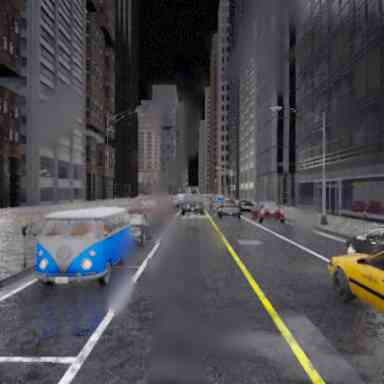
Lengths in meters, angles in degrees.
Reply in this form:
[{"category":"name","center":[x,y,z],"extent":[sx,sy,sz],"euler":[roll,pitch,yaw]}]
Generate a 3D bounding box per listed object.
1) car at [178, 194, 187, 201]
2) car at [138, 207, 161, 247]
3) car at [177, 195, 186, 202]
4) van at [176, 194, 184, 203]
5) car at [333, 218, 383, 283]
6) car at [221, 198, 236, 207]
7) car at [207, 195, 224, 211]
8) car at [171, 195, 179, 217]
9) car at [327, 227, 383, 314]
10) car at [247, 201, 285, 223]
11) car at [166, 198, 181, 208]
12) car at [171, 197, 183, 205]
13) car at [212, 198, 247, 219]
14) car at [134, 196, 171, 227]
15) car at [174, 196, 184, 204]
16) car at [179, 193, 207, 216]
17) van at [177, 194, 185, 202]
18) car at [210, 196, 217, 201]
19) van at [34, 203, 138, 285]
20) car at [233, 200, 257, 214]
[{"category":"car","center":[-2.523,1.405,88.086],"extent":[2.192,1.841,5.009],"euler":[0,0,0]},{"category":"car","center":[-2.731,1.554,14.756],"extent":[2.008,1.369,4.403],"euler":[0,0,0]},{"category":"car","center":[-2.539,1.523,82.445],"extent":[1.967,1.590,4.097],"euler":[0,0,0]},{"category":"van","center":[-2.571,1.411,71.163],"extent":[1.690,1.788,3.998],"euler":[0,0,0]},{"category":"car","center":[5.778,1.580,9.098],"extent":[2.008,1.369,4.403],"euler":[0,0,0]},{"category":"car","center":[5.906,1.626,54.222],"extent":[1.887,1.381,4.507],"euler":[0,0,0]},{"category":"car","center":[3.134,1.549,41.615],"extent":[2.128,1.511,4.902],"euler":[0,0,1]},{"category":"car","center":[-2.684,1.338,31.678],"extent":[2.192,1.841,5.009],"euler":[0,0,0]},{"category":"car","center":[3.907,1.474,5.279],"extent":[1.801,1.575,5.366],"euler":[0,0,0]},{"category":"car","center":[5.826,1.487,26.018],"extent":[1.967,1.590,4.097],"euler":[0,0,0]},{"category":"car","center":[-2.635,1.609,48.600],"extent":[1.947,1.339,4.313],"euler":[0,0,0]},{"category":"car","center":[-2.603,1.607,59.882],"extent":[2.008,1.369,4.403],"euler":[0,0,0]},{"category":"car","center":[3.125,1.533,29.076],"extent":[2.128,1.511,4.902],"euler":[0,0,1]},{"category":"car","center":[-2.715,1.324,20.397],"extent":[2.192,1.841,5.009],"euler":[0,0,0]},{"category":"car","center":[-2.588,1.588,65.352],"extent":[1.752,1.417,4.829],"euler":[0,0,0]},{"category":"car","center":[0.077,1.256,33.539],"extent":[2.150,2.045,5.566],"euler":[0,0,0]},{"category":"van","center":[-2.555,1.418,76.804],"extent":[1.690,1.788,3.998],"euler":[0,0,0]},{"category":"car","center":[6.018,1.709,93.706],"extent":[1.802,1.307,4.206],"euler":[0,0,0]},{"category":"van","center":[-2.747,1.339,9.116],"extent":[1.690,1.788,3.998],"euler":[0,0,0]},{"category":"car","center":[5.858,1.627,37.300],"extent":[1.947,1.339,4.313],"euler":[0,0,0]}]
